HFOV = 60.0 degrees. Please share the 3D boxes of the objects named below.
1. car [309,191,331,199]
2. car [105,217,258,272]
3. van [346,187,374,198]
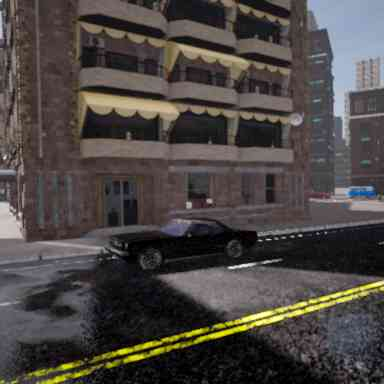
[{"bbox_3d":[17.520,0.452,47.450,4.206,1.307,1.802,0,0,28],"label":"car"},{"bbox_3d":[-0.260,1.509,10.626,4.718,1.301,1.895,-1,1,-30],"label":"car"},{"bbox_3d":[26.477,0.070,52.233,3.998,1.788,1.690,0,0,28],"label":"van"}]
